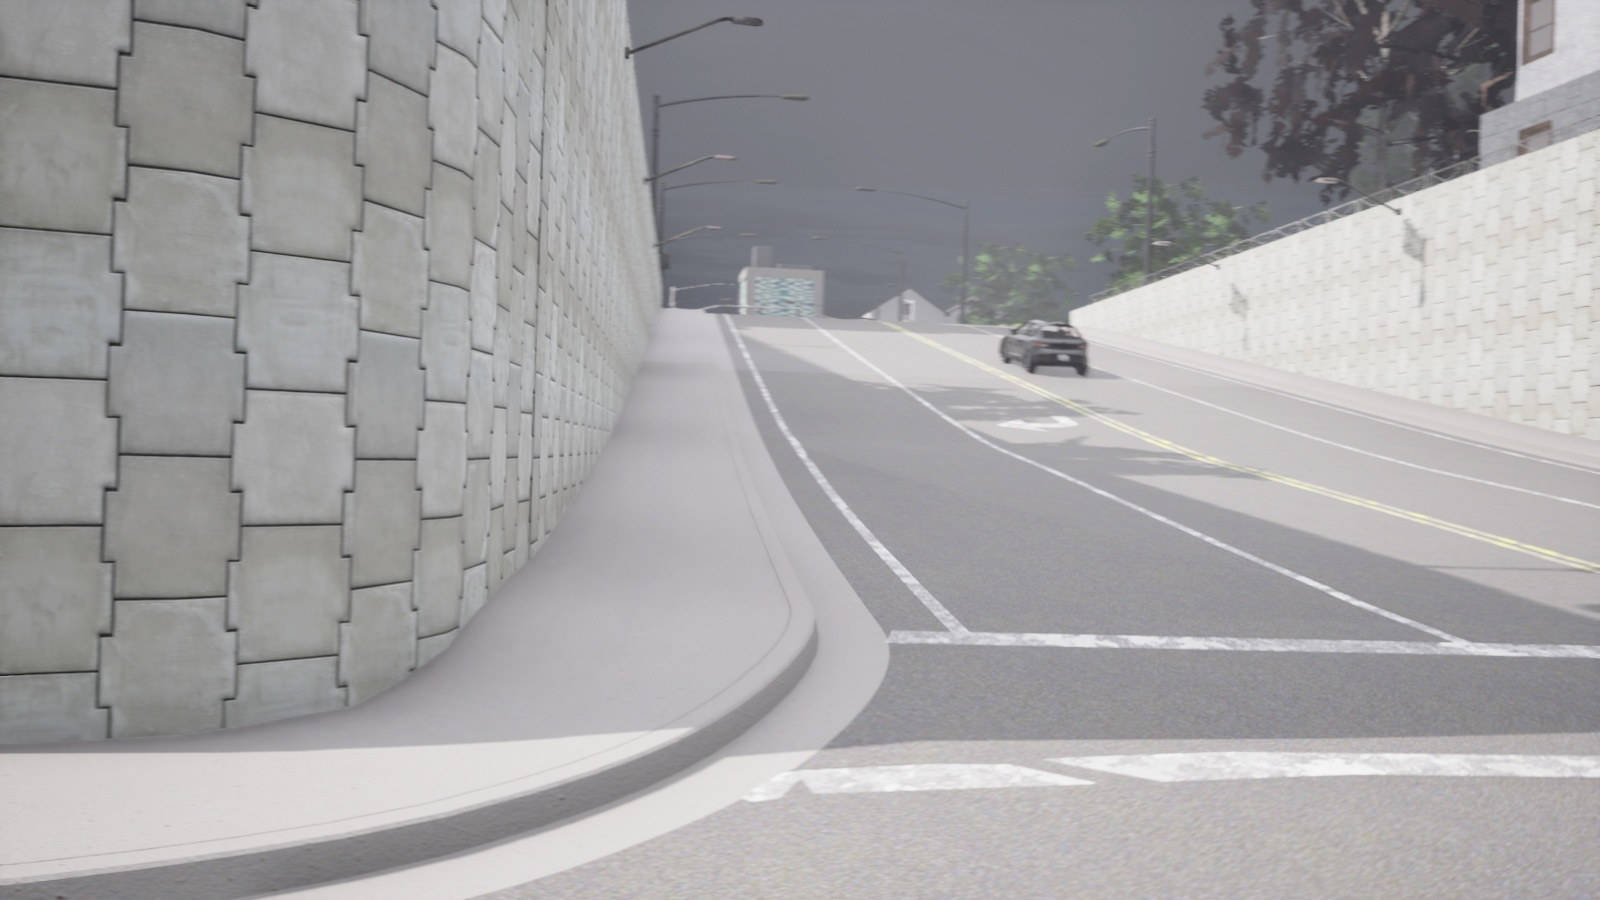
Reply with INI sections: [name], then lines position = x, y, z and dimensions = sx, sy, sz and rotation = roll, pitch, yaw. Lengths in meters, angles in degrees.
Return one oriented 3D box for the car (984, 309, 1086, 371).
[car]
position = 6.927, -3.333, 37.429
dimensions = 1.816, 1.474, 4.193
rotation = 1, 10, -6
